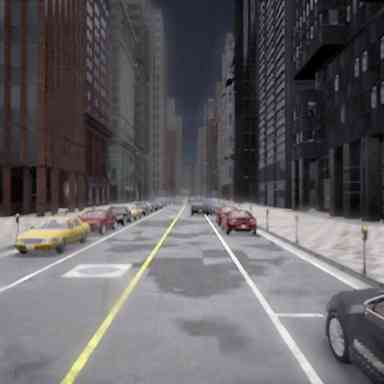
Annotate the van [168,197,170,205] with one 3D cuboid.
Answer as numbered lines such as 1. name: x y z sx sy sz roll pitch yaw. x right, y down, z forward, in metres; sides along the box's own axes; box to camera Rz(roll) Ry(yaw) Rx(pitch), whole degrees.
1. van: -5.749 1.979 65.158 1.690 1.788 3.998 0 -1 0

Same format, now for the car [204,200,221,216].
1. car: 2.770 1.902 36.990 2.008 1.369 4.403 0 -1 0

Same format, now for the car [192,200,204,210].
1. car: 0.913 2.042 53.375 1.812 1.442 4.674 0 -1 0

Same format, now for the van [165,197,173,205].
1. van: -5.746 2.159 82.066 1.690 1.788 3.998 0 -1 0

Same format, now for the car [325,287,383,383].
1. car: 2.762 1.581 3.175 2.008 1.369 4.403 0 -1 0

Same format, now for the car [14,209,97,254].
1. car: -5.760 1.659 14.260 1.752 1.417 4.829 0 -1 0

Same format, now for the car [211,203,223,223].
1. car: 2.767 1.787 25.718 1.887 1.381 4.507 0 -1 0

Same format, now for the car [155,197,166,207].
1. car: -5.752 1.961 53.885 1.967 1.590 4.097 0 -1 0

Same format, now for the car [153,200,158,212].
1. car: -5.754 1.988 42.611 1.802 1.307 4.206 0 -1 0

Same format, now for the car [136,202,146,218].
1. car: -5.756 1.819 31.169 1.752 1.417 4.829 0 -1 0

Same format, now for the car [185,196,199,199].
1. car: 0.017 2.109 73.450 1.882 1.535 5.008 0 -1 0

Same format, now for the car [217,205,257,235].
1. car: 2.766 1.733 20.082 1.887 1.381 4.507 0 -1 0

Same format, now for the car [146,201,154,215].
1. car: -5.755 1.916 36.974 1.947 1.339 4.313 0 -1 0

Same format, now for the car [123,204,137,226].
1. car: -5.757 1.807 25.702 1.947 1.339 4.313 0 -1 0

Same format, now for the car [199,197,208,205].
1. car: 2.779 2.133 82.080 2.192 1.841 5.009 0 -1 0

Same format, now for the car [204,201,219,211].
1. car: 2.772 2.014 48.262 2.008 1.369 4.403 0 -1 0

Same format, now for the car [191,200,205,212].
1. car: 0.850 1.963 47.376 1.837 1.490 4.892 0 -1 0

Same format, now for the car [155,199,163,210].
1. car: -5.753 2.029 48.247 1.947 1.339 4.313 0 -1 0

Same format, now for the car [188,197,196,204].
1. car: 0.021 2.148 88.421 2.097 1.767 4.553 0 -1 0

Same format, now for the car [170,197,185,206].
1. car: -2.983 2.250 71.000 1.994 1.385 4.181 0 -1 0

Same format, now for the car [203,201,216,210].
1. car: 2.774 2.103 53.898 1.802 1.307 4.206 0 -1 0

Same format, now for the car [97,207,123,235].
1. car: -5.759 1.733 20.066 1.887 1.381 4.507 0 -1 0

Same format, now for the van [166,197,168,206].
1. van: -5.751 1.920 59.522 1.690 1.788 3.998 0 -1 0

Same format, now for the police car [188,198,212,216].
1. police car: 0.785 1.782 37.460 1.930 1.638 5.238 0 -1 -2

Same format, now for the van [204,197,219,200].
1. van: 2.771 1.748 42.628 1.690 1.788 3.998 0 -1 0
